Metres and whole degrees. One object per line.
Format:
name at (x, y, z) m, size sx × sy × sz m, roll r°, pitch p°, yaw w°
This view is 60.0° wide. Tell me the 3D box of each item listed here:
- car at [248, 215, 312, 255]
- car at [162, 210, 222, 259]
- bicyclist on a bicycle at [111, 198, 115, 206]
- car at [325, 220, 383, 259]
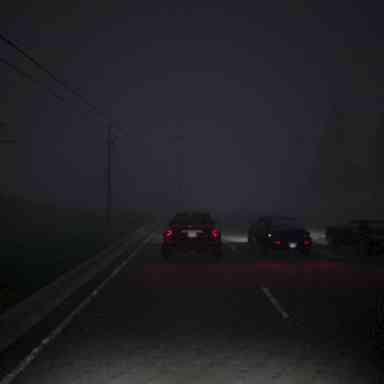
car at (3.520, 1.681, 13.879) m, size 1.812 × 1.442 × 4.674 m, roll 0°, pitch 0°, yaw 0°
car at (0.018, 1.502, 13.405) m, size 2.097 × 1.767 × 4.553 m, roll 0°, pitch -1°, yaw 0°
bicyclist on a bicycle at (-15.921, 2.034, 65.902) m, size 0.582 × 1.620 × 1.656 m, roll 0°, pitch 0°, yaw 34°
car at (7.015, 1.750, 13.226) m, size 1.895 × 1.301 × 4.718 m, roll 0°, pitch -1°, yaw 0°
